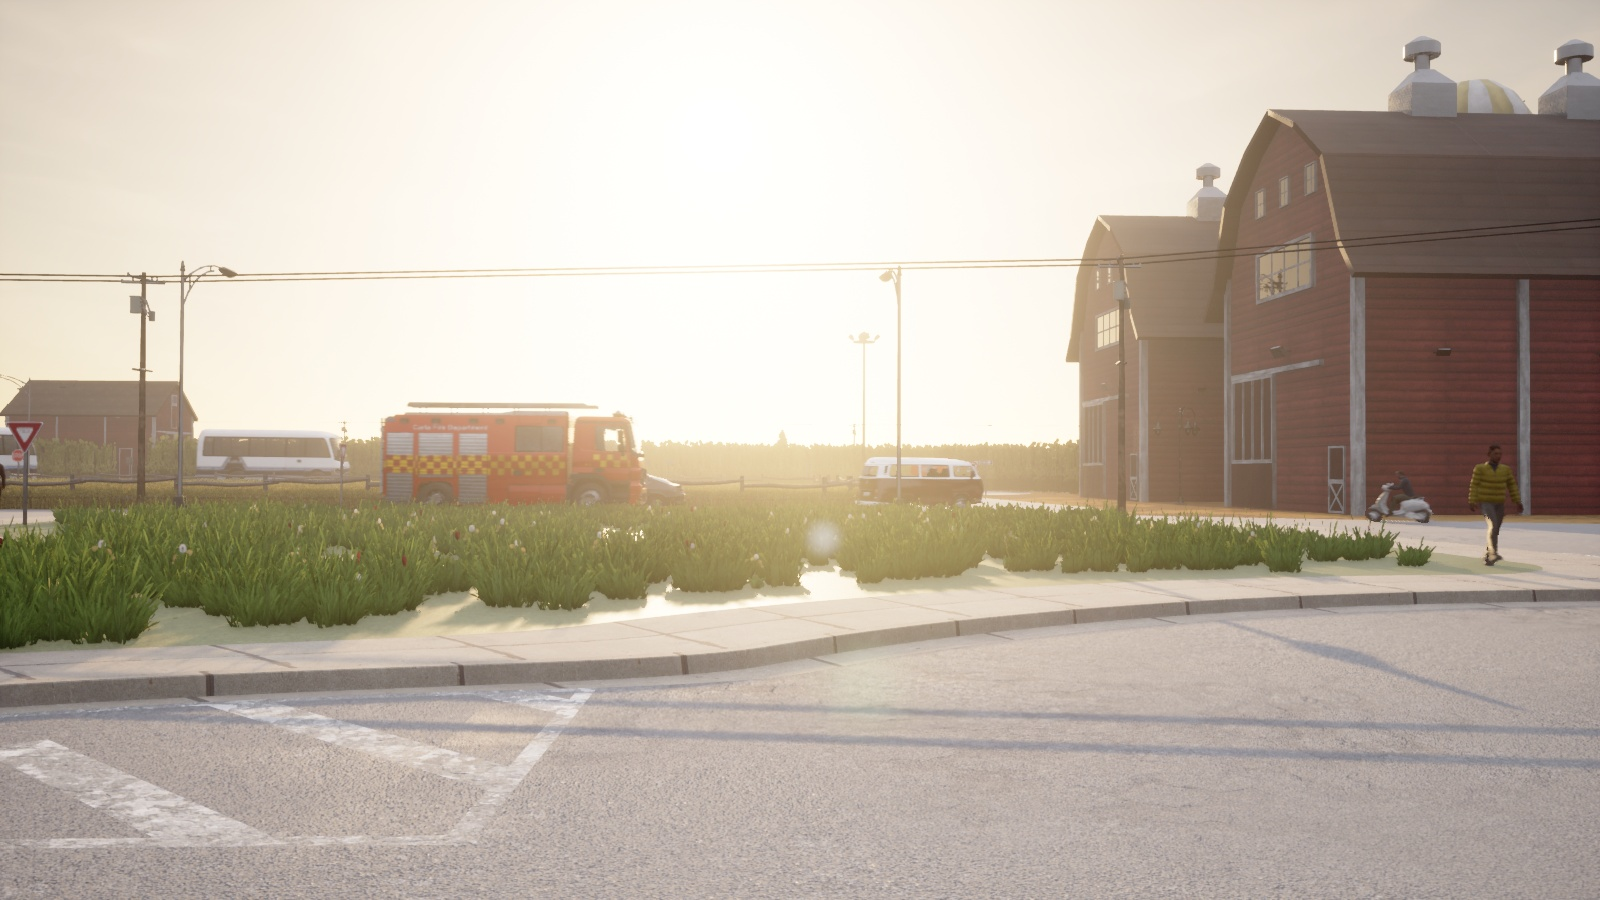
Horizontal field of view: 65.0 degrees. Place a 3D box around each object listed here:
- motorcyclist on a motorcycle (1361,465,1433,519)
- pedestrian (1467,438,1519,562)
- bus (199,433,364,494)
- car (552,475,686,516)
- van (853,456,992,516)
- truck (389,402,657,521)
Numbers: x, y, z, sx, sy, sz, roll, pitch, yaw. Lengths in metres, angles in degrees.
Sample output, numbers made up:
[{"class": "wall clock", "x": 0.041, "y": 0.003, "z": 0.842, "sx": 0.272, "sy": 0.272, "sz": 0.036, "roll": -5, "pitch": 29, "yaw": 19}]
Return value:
[{"class": "motorcyclist on a motorcycle", "x": 17.989, "y": 1.264, "z": 37.829, "sx": 1.817, "sy": 1.590, "sz": 0.866, "roll": -1, "pitch": -1, "yaw": 35}, {"class": "pedestrian", "x": 10.441, "y": 0.745, "z": 18.941, "sx": 0.431, "sy": 1.840, "sz": 0.709, "roll": 0, "pitch": -1, "yaw": 7}, {"class": "bus", "x": -37.261, "y": 0.986, "z": 90.585, "sx": 10.273, "sy": 4.253, "sz": 3.944, "roll": 0, "pitch": -1, "yaw": -2}, {"class": "car", "x": -6.558, "y": 1.635, "z": 45.897, "sx": 4.674, "sy": 1.442, "sz": 1.812, "roll": 0, "pitch": -1, "yaw": -3}, {"class": "van", "x": 4.352, "y": 1.253, "z": 44.502, "sx": 4.480, "sy": 2.038, "sz": 2.069, "roll": 0, "pitch": -1, "yaw": -25}, {"class": "truck", "x": -9.156, "y": 0.395, "z": 42.318, "sx": 8.468, "sy": 3.827, "sz": 2.891, "roll": 0, "pitch": -1, "yaw": -3}]
